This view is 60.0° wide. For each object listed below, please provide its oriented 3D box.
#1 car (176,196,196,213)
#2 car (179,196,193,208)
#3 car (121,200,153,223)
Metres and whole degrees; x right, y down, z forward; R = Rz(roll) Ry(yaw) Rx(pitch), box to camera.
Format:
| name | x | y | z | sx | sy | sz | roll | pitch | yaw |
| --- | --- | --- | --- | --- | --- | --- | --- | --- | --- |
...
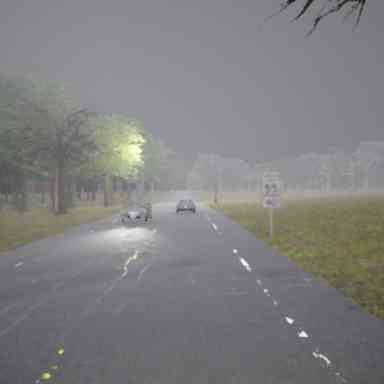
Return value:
| name | x | y | z | sx | sy | sz | roll | pitch | yaw |
| --- | --- | --- | --- | --- | --- | --- | --- | --- | --- |
| car | -0.621 | 1.389 | 34.192 | 1.994 | 1.385 | 4.181 | -1 | 0 | -1 |
| car | -0.889 | 1.391 | 48.718 | 1.882 | 1.535 | 5.008 | -1 | 0 | -1 |
| car | -3.967 | 1.328 | 24.616 | 2.128 | 1.511 | 4.902 | -1 | 0 | -1 |
